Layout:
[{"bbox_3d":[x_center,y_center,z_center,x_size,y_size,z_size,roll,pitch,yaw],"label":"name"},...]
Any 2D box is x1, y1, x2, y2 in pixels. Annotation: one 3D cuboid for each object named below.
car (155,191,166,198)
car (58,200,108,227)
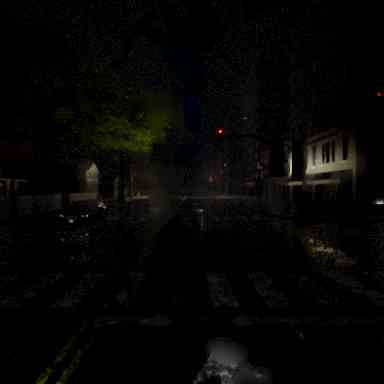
[{"bbox_3d":[-6.503,0.497,68.608,1.837,1.490,4.892,0,1,0],"label":"car"},{"bbox_3d":[-6.500,1.250,20.349,2.128,1.511,4.902,0,1,0],"label":"car"}]
